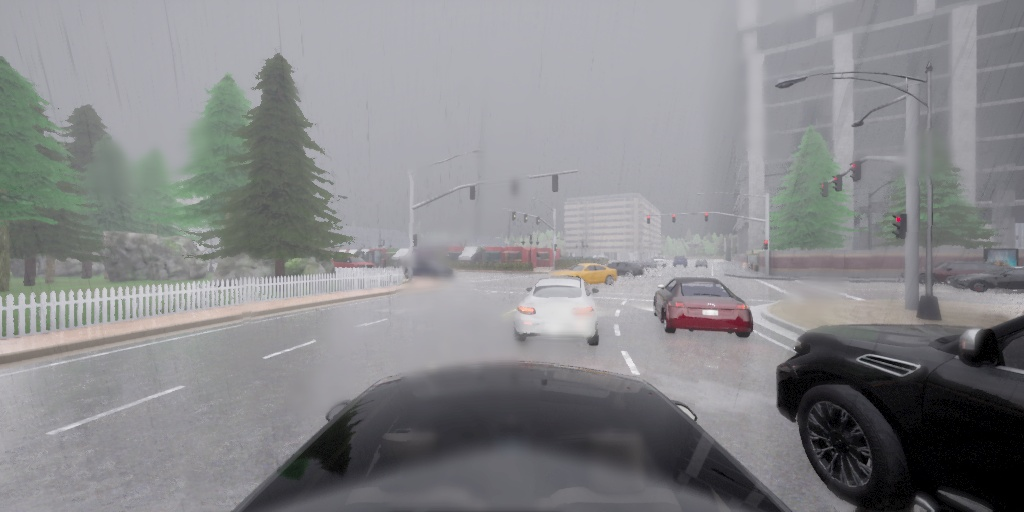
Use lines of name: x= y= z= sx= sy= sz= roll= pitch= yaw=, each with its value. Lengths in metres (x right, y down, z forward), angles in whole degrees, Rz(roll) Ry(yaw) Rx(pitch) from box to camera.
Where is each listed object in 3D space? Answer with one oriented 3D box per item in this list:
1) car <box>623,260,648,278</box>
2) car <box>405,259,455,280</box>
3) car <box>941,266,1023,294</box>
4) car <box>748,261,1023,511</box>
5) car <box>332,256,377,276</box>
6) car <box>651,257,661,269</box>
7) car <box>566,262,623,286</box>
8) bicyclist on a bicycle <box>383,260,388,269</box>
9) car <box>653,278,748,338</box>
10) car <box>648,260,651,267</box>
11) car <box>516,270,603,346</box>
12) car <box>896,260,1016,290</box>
car: x=10.091 y=1.297 z=34.393 sx=4.892 sy=1.490 sz=1.837 roll=0 pitch=0 yaw=30
car: x=-7.286 y=1.157 z=31.969 sx=4.553 sy=1.767 sz=2.097 roll=0 pitch=0 yaw=30
car: x=28.023 y=1.331 z=20.145 sx=4.674 sy=1.442 sz=1.812 roll=0 pitch=0 yaw=29
car: x=3.737 y=0.971 z=1.208 sx=2.150 sy=2.045 sz=5.566 roll=0 pitch=0 yaw=0
car: x=-16.568 y=1.027 z=37.247 sx=5.566 sy=2.045 sz=2.150 roll=0 pitch=0 yaw=29
car: x=22.155 y=1.297 z=57.681 sx=2.033 sy=1.411 sz=5.357 roll=0 pitch=0 yaw=30
car: x=4.797 y=1.257 z=23.906 sx=5.008 sy=1.535 sz=1.882 roll=0 pitch=-1 yaw=-33
bicyclist on a bicycle: x=-15.686 y=1.258 z=44.313 sx=0.582 sy=1.620 sz=1.656 roll=0 pitch=0 yaw=-22
car: x=5.307 y=1.314 z=10.435 sx=1.994 sy=1.385 sz=4.181 roll=0 pitch=0 yaw=17
car: x=17.057 y=1.351 z=48.593 sx=1.895 sy=1.301 sz=4.718 roll=0 pitch=0 yaw=29
car: x=1.285 y=1.276 z=9.432 sx=1.812 sy=1.442 sz=4.674 roll=0 pitch=0 yaw=11
car: x=28.964 y=1.157 z=23.659 sx=4.553 sy=1.767 sz=2.097 roll=0 pitch=0 yaw=30
